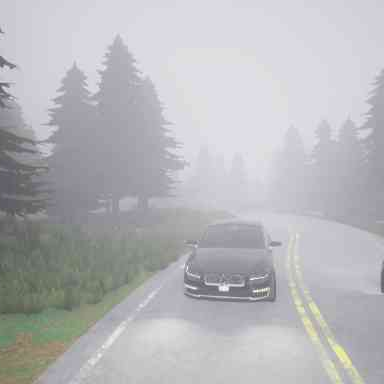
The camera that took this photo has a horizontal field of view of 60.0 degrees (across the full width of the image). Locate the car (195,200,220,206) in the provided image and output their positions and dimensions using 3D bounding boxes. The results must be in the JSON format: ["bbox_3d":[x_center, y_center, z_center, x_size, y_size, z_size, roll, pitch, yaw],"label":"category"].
[{"bbox_3d":[1.993,1.798,44.873,1.812,1.442,4.674,3,-5,-35],"label":"car"}]

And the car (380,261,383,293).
[{"bbox_3d":[4.501,1.308,4.651,2.097,1.767,4.553,-1,0,9],"label":"car"}]

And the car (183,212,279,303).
[{"bbox_3d":[1.105,1.496,8.427,1.837,1.490,4.892,-1,0,13],"label":"car"}]

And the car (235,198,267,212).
[{"bbox_3d":[6.261,1.408,35.742,1.837,1.490,4.892,2,-2,-15],"label":"car"}]

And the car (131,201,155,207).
[{"bbox_3d":[-6.962,2.050,48.903,4.553,1.767,2.097,-7,-8,37],"label":"car"}]
